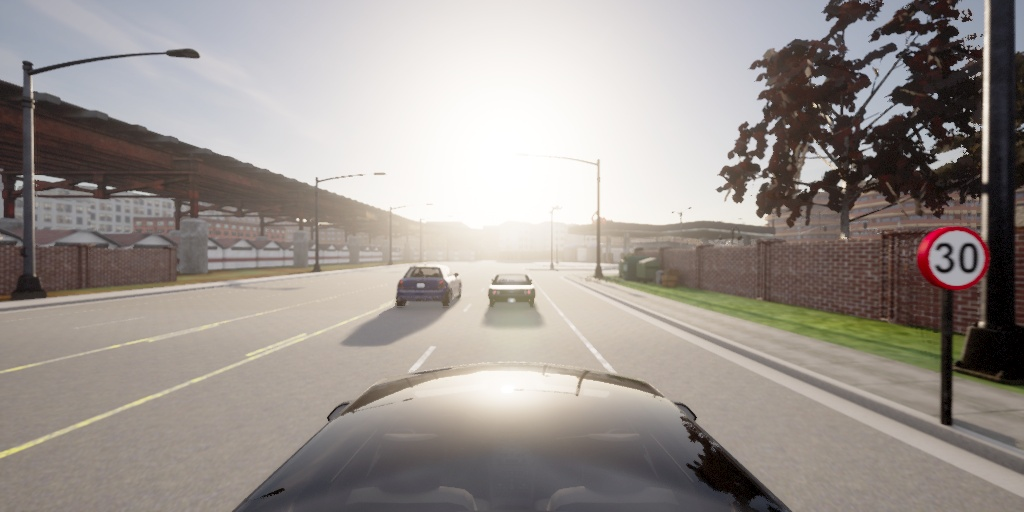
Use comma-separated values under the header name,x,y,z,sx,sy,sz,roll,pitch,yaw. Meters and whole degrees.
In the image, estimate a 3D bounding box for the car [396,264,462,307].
name,x,y,z,sx,sy,sz,roll,pitch,yaw
car,-3.506,1.152,15.912,2.097,1.767,4.553,0,0,0

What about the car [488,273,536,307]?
name,x,y,z,sx,sy,sz,roll,pitch,yaw
car,-0.007,1.402,15.938,1.895,1.301,4.718,0,0,0
